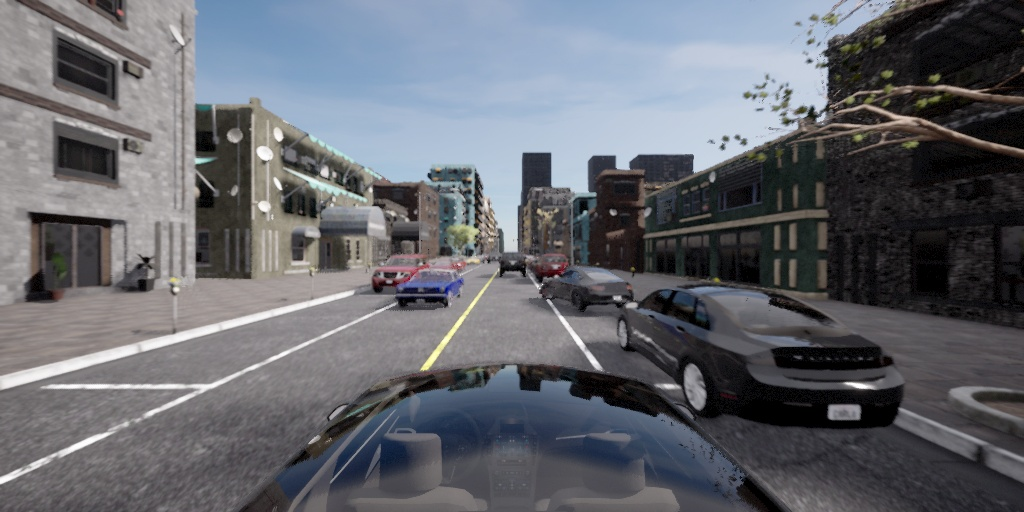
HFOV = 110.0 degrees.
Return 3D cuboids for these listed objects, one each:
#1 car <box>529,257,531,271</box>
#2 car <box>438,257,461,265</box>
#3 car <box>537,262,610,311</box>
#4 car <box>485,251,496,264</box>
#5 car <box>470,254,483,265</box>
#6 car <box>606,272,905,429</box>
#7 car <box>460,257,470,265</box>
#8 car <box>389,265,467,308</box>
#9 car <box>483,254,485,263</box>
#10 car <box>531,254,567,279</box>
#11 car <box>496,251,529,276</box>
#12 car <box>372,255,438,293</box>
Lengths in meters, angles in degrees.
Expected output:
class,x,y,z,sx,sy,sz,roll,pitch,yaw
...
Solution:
class,x,y,z,sx,sy,sz,roll,pitch,yaw
car,2.694,0.966,30.187,1.948,1.339,4.313,0,0,0
car,-5.686,0.982,30.189,1.802,1.307,4.207,0,0,0
car,2.705,1.129,13.561,1.812,1.442,4.674,0,1,-16
car,-2.995,0.242,61.320,2.150,2.045,5.566,0,1,0
car,-5.753,0.638,53.795,1.751,1.417,4.829,0,0,0
car,3.146,1.203,5.814,1.837,1.490,4.892,0,1,0
car,-5.685,0.773,35.722,1.967,1.591,4.097,0,0,0
car,-3.098,1.194,14.386,1.895,1.301,4.718,0,1,0
car,-5.806,0.531,65.029,2.007,1.370,4.403,0,0,0
car,2.694,0.782,24.655,2.192,1.841,5.009,0,0,0
car,0.076,0.617,30.682,2.150,2.045,5.566,0,1,0
car,-5.687,0.849,19.124,2.192,1.841,5.009,0,0,0
